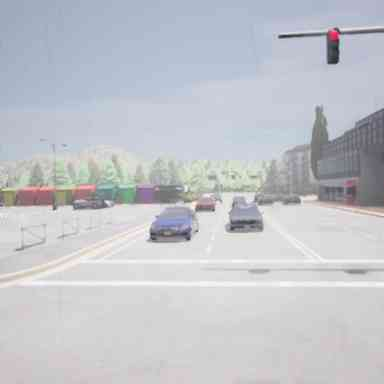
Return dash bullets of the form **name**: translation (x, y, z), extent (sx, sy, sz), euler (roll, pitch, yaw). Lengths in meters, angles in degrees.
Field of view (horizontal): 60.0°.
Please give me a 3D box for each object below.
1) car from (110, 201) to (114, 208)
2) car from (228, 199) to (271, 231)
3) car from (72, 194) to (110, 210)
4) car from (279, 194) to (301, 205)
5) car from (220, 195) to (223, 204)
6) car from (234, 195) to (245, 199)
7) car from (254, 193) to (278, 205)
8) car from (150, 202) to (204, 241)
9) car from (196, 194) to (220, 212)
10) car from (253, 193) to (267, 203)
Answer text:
- **car**: translation (-12.239, 1.432, 43.652), extent (3.806, 1.475, 1.970), euler (-1, 0, 6)
- **car**: translation (3.130, 1.378, 19.530), extent (2.033, 1.411, 5.357), euler (-1, 0, 7)
- **car**: translation (-12.550, 1.215, 40.771), extent (3.866, 1.878, 1.905), euler (-1, 0, 6)
- **car**: translation (13.657, 0.954, 45.558), extent (2.128, 1.511, 4.902), euler (-1, 0, 8)
- **car**: translation (3.718, 0.979, 51.034), extent (1.812, 1.442, 4.674), euler (-1, 0, 7)
- **car**: translation (6.459, 1.168, 45.261), extent (2.033, 1.411, 5.357), euler (-1, 0, 8)
- **car**: translation (10.198, 1.026, 46.099), extent (2.128, 1.511, 4.902), euler (-1, 0, 8)
- **car**: translation (-0.722, 1.458, 16.462), extent (1.812, 1.442, 4.674), euler (-1, 1, 8)
- **car**: translation (1.525, 1.262, 34.667), extent (1.882, 1.535, 5.008), euler (-1, 0, 7)
- **car**: translation (11.431, 0.958, 56.129), extent (1.837, 1.490, 4.892), euler (-1, 0, 7)
